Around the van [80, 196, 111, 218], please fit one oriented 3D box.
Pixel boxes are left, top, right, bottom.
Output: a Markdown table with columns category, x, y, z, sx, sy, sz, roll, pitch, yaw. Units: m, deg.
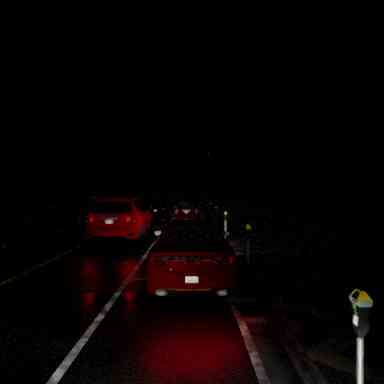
| category | x | y | z | sx | sy | sz | roll | pitch | yaw |
| --- | --- | --- | --- | --- | --- | --- | --- | --- | --- |
| van | -8.911 | 1.340 | 30.980 | 1.690 | 1.788 | 3.998 | 0 | 0 | 0 |

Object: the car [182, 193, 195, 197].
| category | x | y | z | sx | sy | sz | roll | pitch | yaw |
| --- | --- | --- | --- | --- | --- | --- | --- | --- | --- |
| car | -0.386 | 1.314 | 36.627 | 2.192 | 1.841 | 5.009 | 0 | 0 | 0 |

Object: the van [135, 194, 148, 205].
| category | x | y | z | sx | sy | sz | roll | pitch | yaw |
| --- | --- | --- | --- | --- | --- | --- | --- | --- | --- |
| van | -8.911 | 1.340 | 59.164 | 1.690 | 1.788 | 3.998 | 0 | 0 | 0 |

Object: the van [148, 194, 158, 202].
| category | x | y | z | sx | sy | sz | roll | pitch | yaw |
| --- | --- | --- | --- | --- | --- | --- | --- | --- | --- |
| van | -8.912 | 1.345 | 76.073 | 1.690 | 1.788 | 3.998 | 0 | 0 | 0 |

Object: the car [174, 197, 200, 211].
| category | x | y | z | sx | sy | sz | roll | pitch | yaw |
| --- | --- | --- | --- | --- | --- | --- | --- | --- | --- |
| car | -0.386 | 1.439 | 25.353 | 1.967 | 1.590 | 4.097 | 0 | 0 | 0 |

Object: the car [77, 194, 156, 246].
| category | x | y | z | sx | sy | sz | roll | pitch | yaw |
| --- | --- | --- | --- | --- | --- | --- | --- | --- | --- |
| car | -3.144 | 1.216 | 15.284 | 2.150 | 2.045 | 5.566 | 0 | 0 | 0 |

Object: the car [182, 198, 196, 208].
| category | x | y | z | sx | sy | sz | roll | pitch | yaw |
| --- | --- | --- | --- | --- | --- | --- | --- | --- | --- |
| car | -0.385 | 1.564 | 47.899 | 1.947 | 1.339 | 4.313 | 0 | 0 | 0 |

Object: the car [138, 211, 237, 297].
| category | x | y | z | sx | sy | sz | roll | pitch | yaw |
| --- | --- | --- | --- | --- | --- | --- | --- | --- | --- |
| car | -0.006 | 1.477 | 8.651 | 1.882 | 1.535 | 5.008 | 0 | 0 | 0 |

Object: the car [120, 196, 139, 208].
| category | x | y | z | sx | sy | sz | roll | pitch | yaw |
| --- | --- | --- | --- | --- | --- | --- | --- | --- | --- |
| car | -8.911 | 1.439 | 47.891 | 1.967 | 1.590 | 4.097 | 0 | 0 | 0 |

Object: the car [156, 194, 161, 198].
| category | x | y | z | sx | sy | sz | roll | pitch | yaw |
| --- | --- | --- | --- | --- | --- | --- | --- | --- | --- |
| car | -6.147 | 1.348 | 48.933 | 2.097 | 1.767 | 4.553 | 0 | 0 | 0 |

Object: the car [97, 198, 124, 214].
| category | x | y | z | sx | sy | sz | roll | pitch | yaw |
| --- | --- | --- | --- | --- | --- | --- | --- | --- | --- |
| car | -8.911 | 1.439 | 36.617 | 1.967 | 1.590 | 4.097 | 0 | 0 | 0 |

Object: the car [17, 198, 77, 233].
| category | x | y | z | sx | sy | sz | roll | pitch | yaw |
| --- | --- | --- | --- | --- | --- | --- | --- | --- | --- |
| car | -8.911 | 1.314 | 19.706 | 2.192 | 1.841 | 5.009 | 0 | 0 | 0 |

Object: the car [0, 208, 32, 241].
| category | x | y | z | sx | sy | sz | roll | pitch | yaw |
| --- | --- | --- | --- | --- | --- | --- | --- | --- | --- |
| car | -8.910 | 1.565 | 14.070 | 1.947 | 1.339 | 4.313 | 0 | 0 | 0 |

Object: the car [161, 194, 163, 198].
| category | x | y | z | sx | sy | sz | roll | pitch | yaw |
| --- | --- | --- | --- | --- | --- | --- | --- | --- | --- |
| car | -8.911 | 1.446 | 81.710 | 1.967 | 1.590 | 4.097 | 0 | 0 | 0 |

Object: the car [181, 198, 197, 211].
| category | x | y | z | sx | sy | sz | roll | pitch | yaw |
| --- | --- | --- | --- | --- | --- | --- | --- | --- | --- |
| car | -0.385 | 1.543 | 42.263 | 1.887 | 1.381 | 4.507 | 0 | 0 | 0 |

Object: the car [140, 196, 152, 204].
| category | x | y | z | sx | sy | sz | roll | pitch | yaw |
| --- | --- | --- | --- | --- | --- | --- | --- | --- | --- |
| car | -8.911 | 1.525 | 64.631 | 1.752 | 1.417 | 4.829 | 0 | 0 | 0 |

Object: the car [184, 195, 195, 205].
| category | x | y | z | sx | sy | sz | roll | pitch | yaw |
| --- | --- | --- | --- | --- | --- | --- | --- | --- | --- |
| car | -0.386 | 1.439 | 59.171 | 1.967 | 1.590 | 4.097 | 0 | 0 | 0 |

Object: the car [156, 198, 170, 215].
| category | x | y | z | sx | sy | sz | roll | pitch | yaw |
| --- | --- | --- | --- | --- | --- | --- | --- | --- | --- |
| car | -3.143 | 1.563 | 30.567 | 1.994 | 1.385 | 4.181 | 0 | 0 | 0 |

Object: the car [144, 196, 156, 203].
| category | x | y | z | sx | sy | sz | roll | pitch | yaw |
| --- | --- | --- | --- | --- | --- | --- | --- | --- | --- |
| car | -8.911 | 1.552 | 70.437 | 2.008 | 1.369 | 4.403 | 0 | 0 | 0 |

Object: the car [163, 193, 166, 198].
| category | x | y | z | sx | sy | sz | roll | pitch | yaw |
| --- | --- | --- | --- | --- | --- | --- | --- | --- | --- |
| car | -8.912 | 1.324 | 87.347 | 2.192 | 1.841 | 5.009 | 0 | 0 | 0 |

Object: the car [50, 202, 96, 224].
| category | x | y | z | sx | sy | sz | roll | pitch | yaw |
| --- | --- | --- | --- | --- | --- | --- | --- | --- | --- |
| car | -8.910 | 1.544 | 25.344 | 1.887 | 1.381 | 4.507 | 0 | 0 | 0 |

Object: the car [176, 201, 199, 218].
| category | x | y | z | sx | sy | sz | roll | pitch | yaw |
| --- | --- | --- | --- | --- | --- | --- | --- | --- | --- |
| car | -0.385 | 1.565 | 30.990 | 1.947 | 1.339 | 4.313 | 0 | 0 | 0 |
